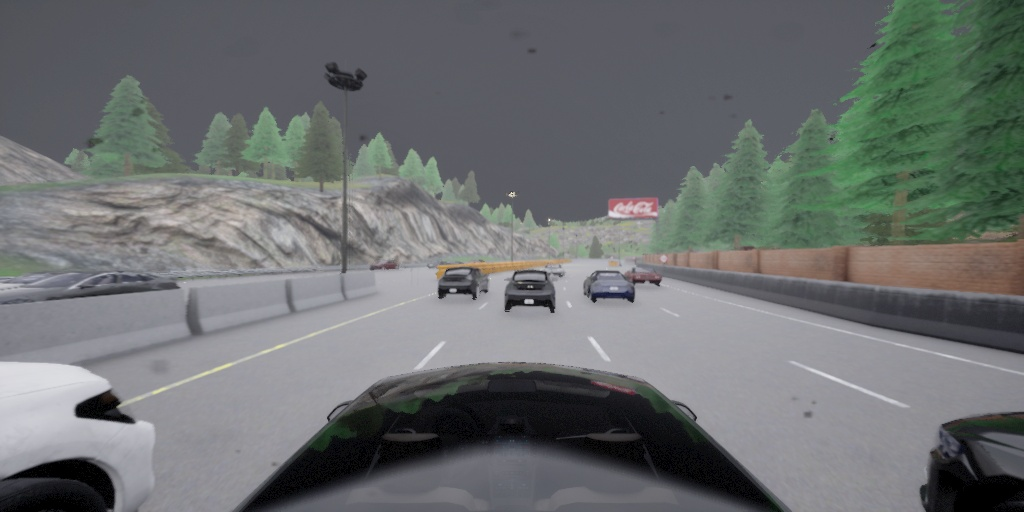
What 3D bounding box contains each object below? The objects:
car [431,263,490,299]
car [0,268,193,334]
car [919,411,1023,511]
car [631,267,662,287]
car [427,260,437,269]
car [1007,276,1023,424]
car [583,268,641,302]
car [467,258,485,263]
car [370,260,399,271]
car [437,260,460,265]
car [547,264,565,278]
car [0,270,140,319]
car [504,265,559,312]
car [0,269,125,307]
[{"bbox_3d":[-2.353,1.288,18.311,1.837,1.490,4.892,0,0,6],"label":"car"},{"bbox_3d":[-13.665,1.223,11.581,2.128,1.511,4.902,0,0,4],"label":"car"},{"bbox_3d":[3.665,1.249,0.323,2.128,1.511,4.902,0,0,-1],"label":"car"},{"bbox_3d":[9.299,1.438,25.836,1.895,1.301,4.718,0,0,10],"label":"car"},{"bbox_3d":[-11.969,1.339,57.864,2.128,1.511,4.902,0,0,15],"label":"car"},{"bbox_3d":[7.179,1.125,2.169,2.097,1.767,4.553,0,0,0],"label":"car"},{"bbox_3d":[4.598,1.366,17.396,1.994,1.385,4.181,0,0,6],"label":"car"},{"bbox_3d":[-5.602,1.212,54.608,2.097,1.767,4.553,0,0,15],"label":"car"},{"bbox_3d":[-17.694,1.289,49.949,1.882,1.535,5.008,0,-1,15],"label":"car"},{"bbox_3d":[-9.053,1.398,55.218,2.033,1.411,5.357,0,0,15],"label":"car"},{"bbox_3d":[4.265,1.447,36.007,1.895,1.301,4.718,0,0,13],"label":"car"},{"bbox_3d":[-17.052,1.289,13.307,1.994,1.385,4.181,0,0,4],"label":"car"},{"bbox_3d":[0.766,1.288,14.412,1.837,1.490,4.892,0,0,5],"label":"car"},{"bbox_3d":[-20.412,1.321,15.556,1.895,1.301,4.718,0,0,5],"label":"car"}]
